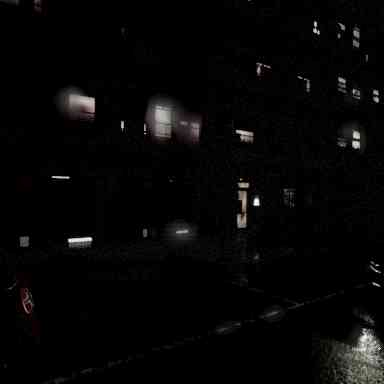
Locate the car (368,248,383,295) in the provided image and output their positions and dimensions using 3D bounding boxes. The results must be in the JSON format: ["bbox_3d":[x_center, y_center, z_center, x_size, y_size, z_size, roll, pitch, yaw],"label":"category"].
[{"bbox_3d":[5.980,1.481,7.607,5.008,1.535,1.882,0,0,-35],"label":"car"}]

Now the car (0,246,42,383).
[{"bbox_3d":[-4.021,1.440,3.691,4.097,1.590,1.967,0,0,-35],"label":"car"}]
